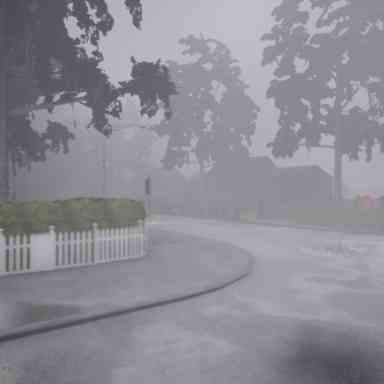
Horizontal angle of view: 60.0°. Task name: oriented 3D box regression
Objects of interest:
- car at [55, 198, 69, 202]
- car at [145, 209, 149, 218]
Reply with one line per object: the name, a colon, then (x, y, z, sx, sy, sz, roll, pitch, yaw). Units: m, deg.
car: (-17.099, 1.545, 44.144, 1.837, 1.490, 4.892, 0, 0, -35)
car: (-5.342, 1.546, 27.633, 1.837, 1.490, 4.892, 0, 0, -36)
